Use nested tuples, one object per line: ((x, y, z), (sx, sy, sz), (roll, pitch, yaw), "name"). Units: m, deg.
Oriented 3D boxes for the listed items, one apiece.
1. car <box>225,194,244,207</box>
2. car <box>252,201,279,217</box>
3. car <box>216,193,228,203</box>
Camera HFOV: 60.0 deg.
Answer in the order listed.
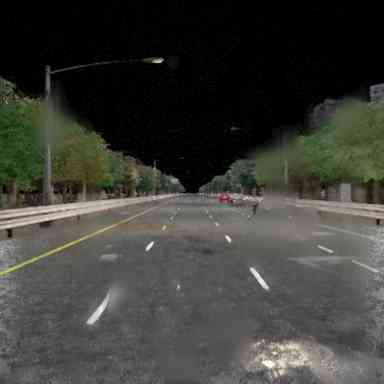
((6.997, 1.511, 52.397), (2.128, 1.511, 4.902), (0, 0, 0), "car")
((6.999, 1.576, 32.031), (1.994, 1.385, 4.181), (0, 0, 0), "car")
((7.019, 1.270, 72.436), (2.150, 2.045, 5.566), (0, 0, 0), "car")
